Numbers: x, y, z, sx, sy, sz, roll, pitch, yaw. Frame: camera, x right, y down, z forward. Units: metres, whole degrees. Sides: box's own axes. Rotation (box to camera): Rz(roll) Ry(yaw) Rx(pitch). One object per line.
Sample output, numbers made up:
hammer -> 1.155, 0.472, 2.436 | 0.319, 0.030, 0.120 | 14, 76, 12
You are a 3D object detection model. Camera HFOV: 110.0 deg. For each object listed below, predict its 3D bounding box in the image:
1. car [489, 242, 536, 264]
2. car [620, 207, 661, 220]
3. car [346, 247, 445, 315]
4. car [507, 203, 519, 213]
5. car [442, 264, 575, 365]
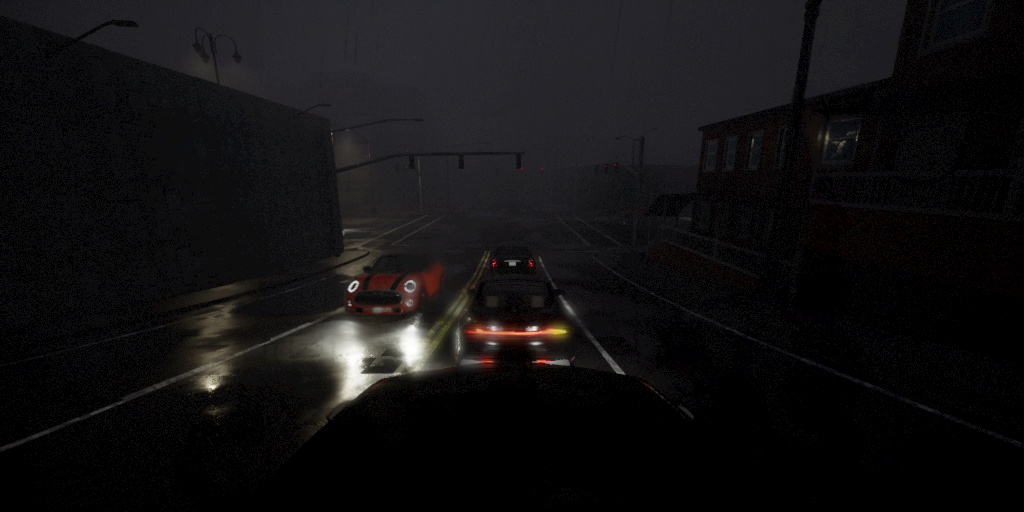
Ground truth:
car -> 0.030, 0.086, 17.417 | 2.097, 1.767, 4.553 | 0, 7, 0
car -> 16.482, -5.544, 46.013 | 5.008, 1.535, 1.882 | 0, 12, 0
car -> -3.606, 0.682, 11.796 | 2.097, 1.767, 4.553 | 0, 5, 0
car -> 0.204, -7.268, 54.259 | 2.033, 1.411, 5.357 | 0, 12, 0
car -> 0.058, 1.122, 7.162 | 1.837, 1.490, 4.892 | 0, 2, 0
